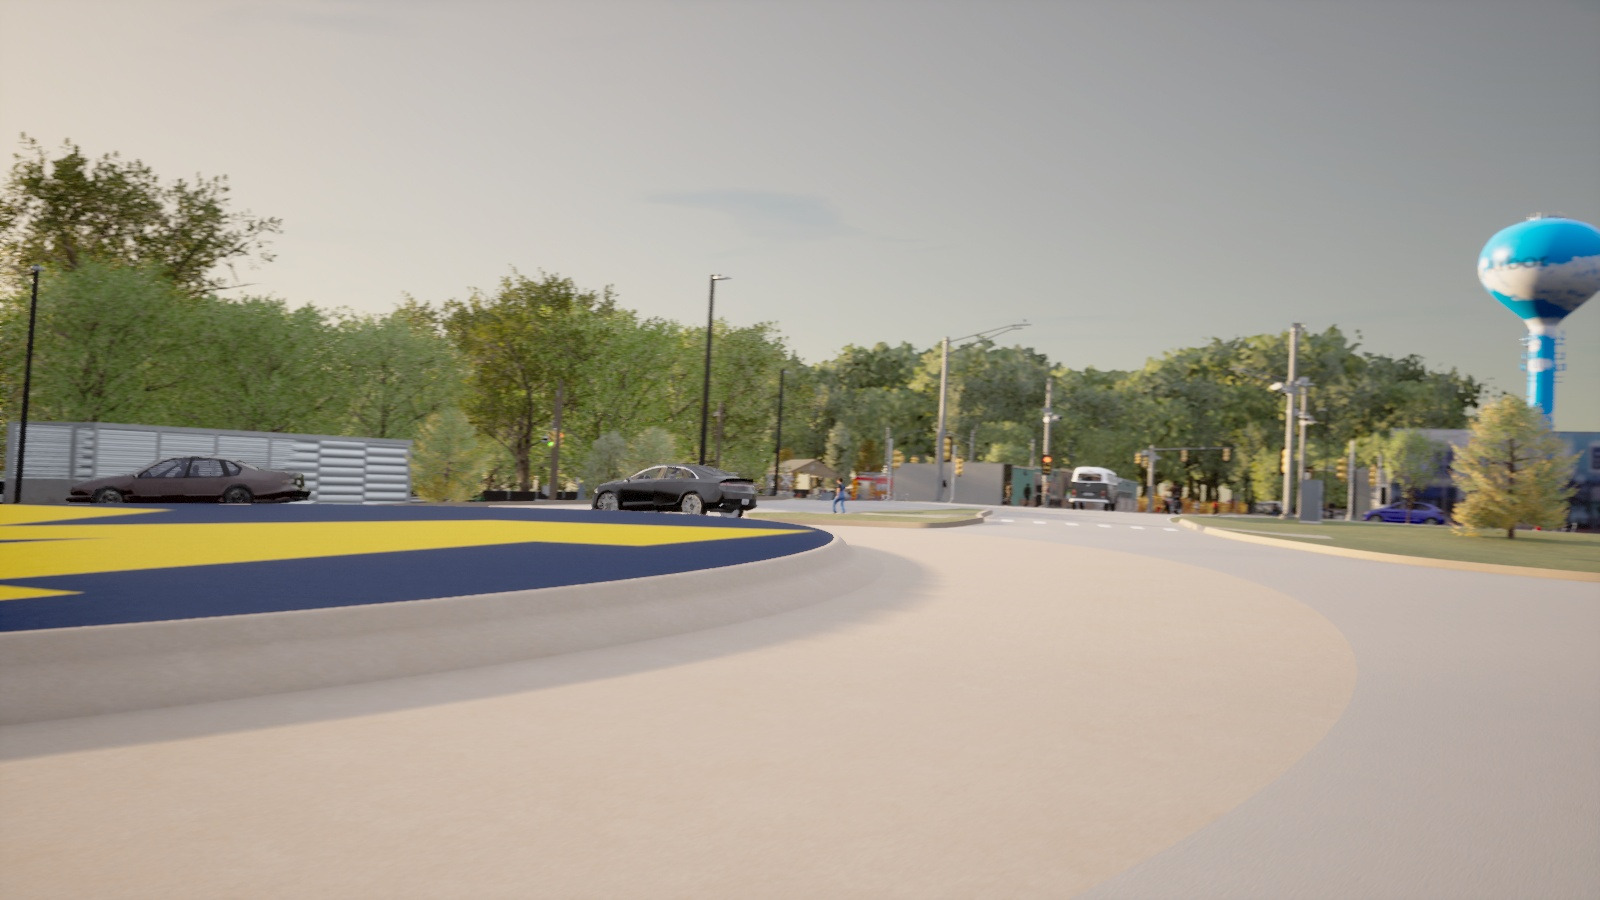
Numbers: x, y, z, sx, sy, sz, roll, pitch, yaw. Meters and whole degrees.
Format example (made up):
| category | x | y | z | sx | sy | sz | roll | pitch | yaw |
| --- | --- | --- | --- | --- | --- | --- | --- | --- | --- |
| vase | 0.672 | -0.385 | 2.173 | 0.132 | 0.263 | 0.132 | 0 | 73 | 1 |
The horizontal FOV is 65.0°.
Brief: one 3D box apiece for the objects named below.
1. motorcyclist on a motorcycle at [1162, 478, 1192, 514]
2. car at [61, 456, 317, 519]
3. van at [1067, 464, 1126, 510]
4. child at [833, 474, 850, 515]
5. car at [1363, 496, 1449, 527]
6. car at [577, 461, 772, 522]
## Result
| category | x | y | z | sx | sy | sz | roll | pitch | yaw |
| --- | --- | --- | --- | --- | --- | --- | --- | --- | --- |
| motorcyclist on a motorcycle | 18.365 | 2.260 | 61.118 | 0.766 | 1.649 | 2.350 | 2 | -2 | 31 |
| car | -15.064 | 0.951 | 31.251 | 5.357 | 1.411 | 2.033 | -1 | -3 | -8 |
| van | 14.282 | 1.819 | 60.253 | 2.069 | 2.038 | 4.480 | 2 | -2 | 21 |
| child | 1.333 | 1.416 | 40.086 | 0.270 | 1.263 | 0.437 | 5 | -3 | -41 |
| car | 33.589 | 3.422 | 69.588 | 4.193 | 1.474 | 1.816 | 2 | -3 | 28 |
| car | -3.390 | 1.118 | 33.602 | 4.902 | 1.511 | 2.128 | -1 | -4 | 34 |
